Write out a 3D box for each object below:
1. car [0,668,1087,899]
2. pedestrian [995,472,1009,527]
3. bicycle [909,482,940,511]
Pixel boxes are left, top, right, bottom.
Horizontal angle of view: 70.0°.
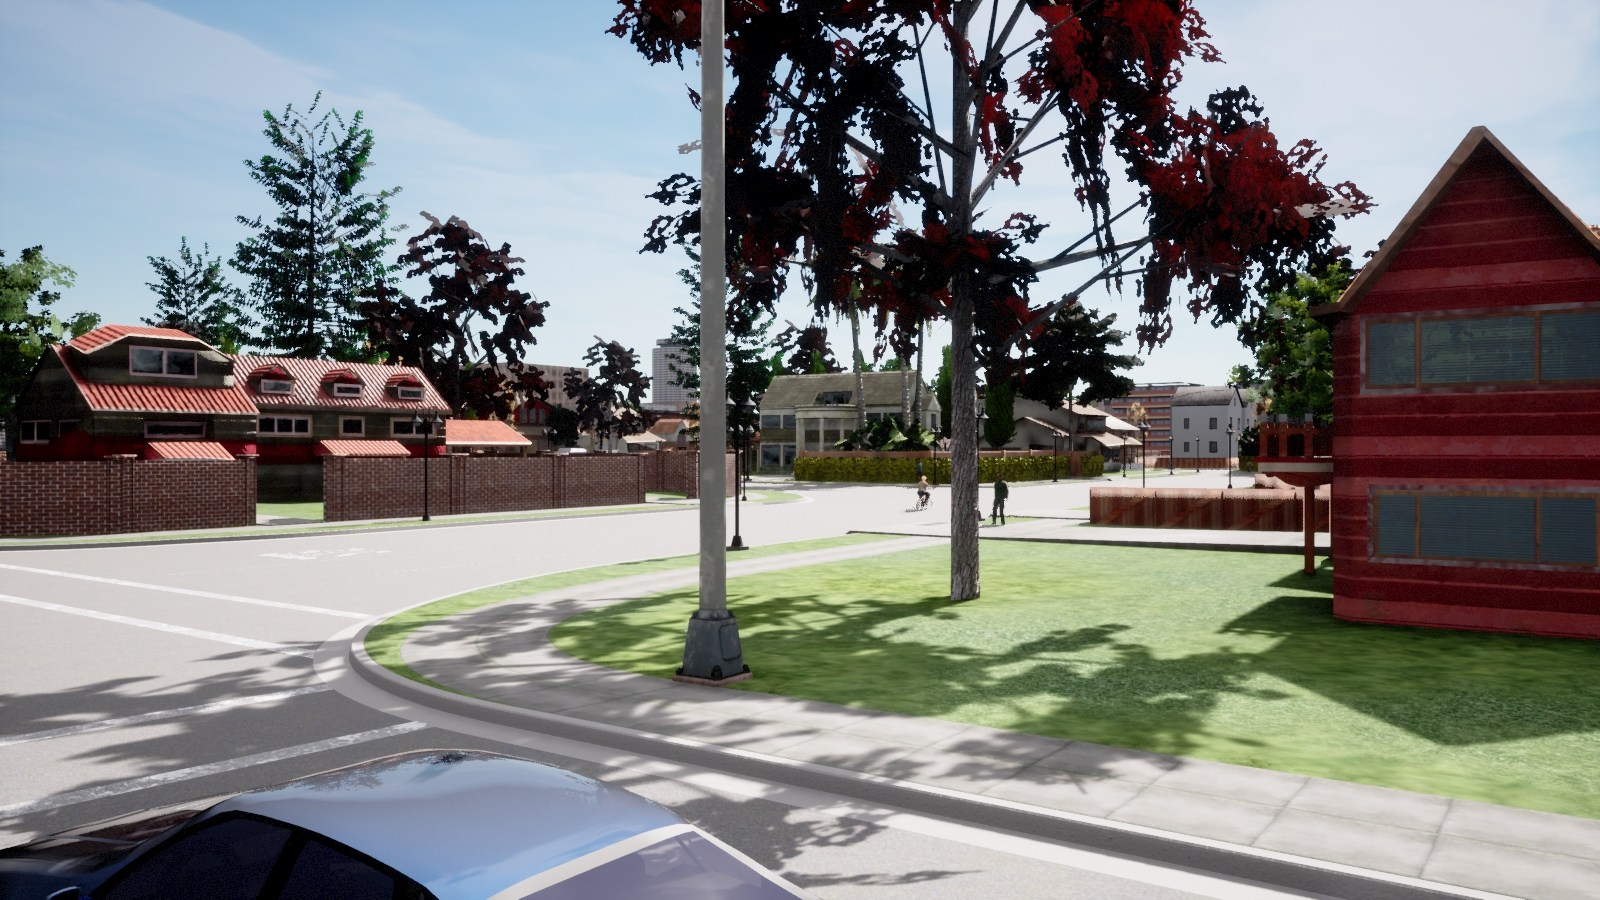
[{"bbox_3d":[-1.713,2.106,4.943,5.357,1.411,2.033,0,0,36],"label":"car"},{"bbox_3d":[6.917,1.704,39.138,0.375,1.860,0.375,0,0,35],"label":"pedestrian"},{"bbox_3d":[5.770,2.145,52.881,0.859,1.301,1.487,0,0,32],"label":"bicycle"}]
